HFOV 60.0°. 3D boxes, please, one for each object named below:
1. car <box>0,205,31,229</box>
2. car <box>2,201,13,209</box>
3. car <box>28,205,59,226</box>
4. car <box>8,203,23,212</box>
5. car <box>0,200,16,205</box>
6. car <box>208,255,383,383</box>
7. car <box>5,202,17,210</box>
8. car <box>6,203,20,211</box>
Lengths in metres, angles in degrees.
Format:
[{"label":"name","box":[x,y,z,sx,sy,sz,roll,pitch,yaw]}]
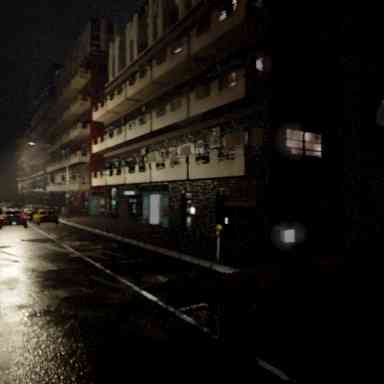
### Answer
[{"label":"car","box":[-13.886,2.023,25.670,1.812,1.442,4.674,1,-1,-32]},{"label":"car","box":[-42.247,2.907,76.109,1.967,1.590,4.097,0,-1,-32]},{"label":"car","box":[-12.703,2.087,28.719,1.752,1.417,4.829,0,-1,-32]},{"label":"car","box":[-30.392,2.669,57.094,1.947,1.339,4.313,0,-1,-32]},{"label":"car","box":[-20.943,1.936,36.957,2.150,2.045,5.566,1,-1,-31]},{"label":"car","box":[2.128,1.576,4.328,1.882,1.535,5.008,1,-1,-32]},{"label":"car","box":[-36.409,2.813,66.746,1.752,1.417,4.829,0,-1,-32]},{"label":"car","box":[-33.356,2.744,61.848,2.008,1.369,4.403,0,-1,-32]}]
